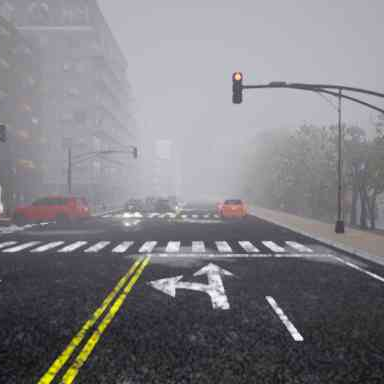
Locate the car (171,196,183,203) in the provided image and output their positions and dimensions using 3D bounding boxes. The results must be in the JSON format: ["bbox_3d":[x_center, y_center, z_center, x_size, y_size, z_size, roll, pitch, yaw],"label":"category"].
[{"bbox_3d":[-3.129,1.524,69.788,2.128,1.511,4.902,0,0,0],"label":"car"}]

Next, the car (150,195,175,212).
[{"bbox_3d":[-3.282,1.473,38.093,1.882,1.535,5.008,0,0,0],"label":"car"}]

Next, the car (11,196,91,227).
[{"bbox_3d":[-9.928,1.319,23.564,5.566,2.045,2.150,-1,0,13],"label":"car"}]

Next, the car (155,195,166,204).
[{"bbox_3d":[-6.387,1.504,67.958,1.837,1.490,4.892,0,1,0],"label":"car"}]

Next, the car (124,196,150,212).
[{"bbox_3d":[-6.532,1.486,38.072,2.128,1.511,4.902,0,0,0],"label":"car"}]

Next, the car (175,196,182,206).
[{"bbox_3d":[-3.242,1.353,54.176,2.097,1.767,4.553,0,0,0],"label":"car"}]

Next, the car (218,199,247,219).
[{"bbox_3d":[3.398,1.346,28.820,2.097,1.767,4.553,0,0,0],"label":"car"}]
